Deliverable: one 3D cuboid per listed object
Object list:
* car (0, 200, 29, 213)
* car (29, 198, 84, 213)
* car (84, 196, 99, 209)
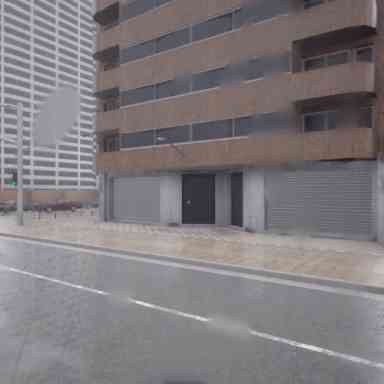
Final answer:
[{"bbox_3d":[-19.519,1.547,37.400,2.033,1.411,5.357,0,0,35],"label":"car"},{"bbox_3d":[-15.148,1.478,37.560,1.882,1.535,5.008,0,0,35],"label":"car"},{"bbox_3d":[-13.825,1.564,45.600,1.994,1.385,4.181,0,0,35],"label":"car"}]
